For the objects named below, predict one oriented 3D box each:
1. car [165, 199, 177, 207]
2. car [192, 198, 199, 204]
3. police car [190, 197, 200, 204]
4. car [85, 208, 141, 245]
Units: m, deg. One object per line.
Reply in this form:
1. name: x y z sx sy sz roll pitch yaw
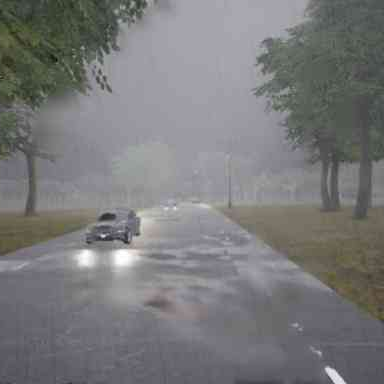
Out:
1. car: -3.574 1.882 57.163 1.812 1.442 4.674 0 -1 0
2. car: 1.013 2.508 92.647 1.837 1.490 4.892 0 -1 0
3. police car: 1.018 2.234 82.760 1.930 1.638 5.238 0 -1 0
4. car: -3.606 1.552 15.931 1.837 1.490 4.892 0 0 0
